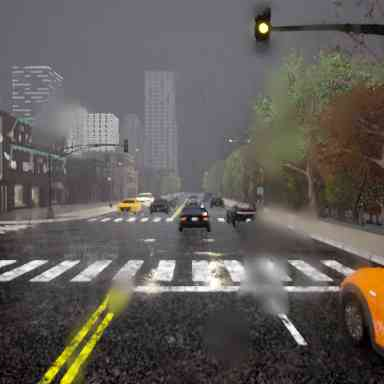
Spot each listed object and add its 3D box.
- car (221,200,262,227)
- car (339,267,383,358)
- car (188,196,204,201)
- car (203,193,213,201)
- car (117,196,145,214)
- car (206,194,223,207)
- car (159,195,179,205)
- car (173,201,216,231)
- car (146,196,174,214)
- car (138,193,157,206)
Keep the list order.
[{"bbox_3d":[3.402,1.477,22.351,2.128,1.511,4.902,0,0,0],"label":"car"},{"bbox_3d":[3.360,1.351,3.397,2.097,1.767,4.553,0,0,0],"label":"car"},{"bbox_3d":[0.203,1.568,44.126,1.895,1.301,4.718,0,0,0],"label":"car"},{"bbox_3d":[3.455,1.170,70.013,2.150,2.045,5.566,0,0,0],"label":"car"},{"bbox_3d":[-6.510,1.453,34.912,1.882,1.535,5.008,0,0,0],"label":"car"},{"bbox_3d":[3.460,1.443,47.375,1.882,1.535,5.008,0,0,0],"label":"car"},{"bbox_3d":[-3.232,1.531,45.186,1.994,1.385,4.181,0,0,0],"label":"car"},{"bbox_3d":[0.149,1.534,20.508,2.033,1.411,5.357,0,0,0],"label":"car"},{"bbox_3d":[-3.263,1.453,34.925,1.882,1.535,5.008,0,0,0],"label":"car"},{"bbox_3d":[-6.480,1.190,45.531,2.150,2.045,5.566,0,0,0],"label":"car"}]
